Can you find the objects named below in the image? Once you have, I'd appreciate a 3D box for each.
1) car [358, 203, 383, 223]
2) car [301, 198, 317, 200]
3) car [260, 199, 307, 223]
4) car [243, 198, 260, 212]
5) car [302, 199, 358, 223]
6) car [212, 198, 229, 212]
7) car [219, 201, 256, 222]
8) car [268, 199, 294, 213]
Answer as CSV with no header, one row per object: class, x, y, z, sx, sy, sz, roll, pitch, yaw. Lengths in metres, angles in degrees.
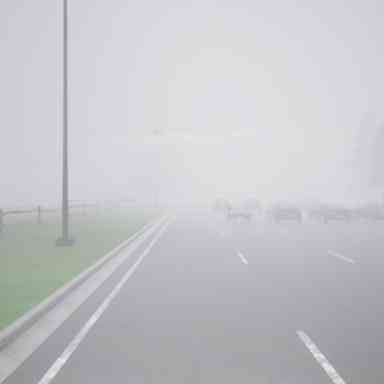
car,13.999,1.554,25.741,2.128,1.511,4.902,0,0,0
car,13.993,1.452,40.557,2.097,1.767,4.553,0,0,0
car,6.999,1.541,25.894,1.882,1.535,5.008,0,0,0
car,7.000,1.452,40.229,2.097,1.767,4.553,0,0,0
car,10.499,1.540,25.828,1.882,1.535,5.008,0,0,0
car,3.500,1.452,39.960,2.097,1.767,4.553,0,0,0
car,3.547,1.668,26.801,1.895,1.301,4.718,0,0,0
car,10.502,1.601,39.686,1.837,1.490,4.892,0,0,0
